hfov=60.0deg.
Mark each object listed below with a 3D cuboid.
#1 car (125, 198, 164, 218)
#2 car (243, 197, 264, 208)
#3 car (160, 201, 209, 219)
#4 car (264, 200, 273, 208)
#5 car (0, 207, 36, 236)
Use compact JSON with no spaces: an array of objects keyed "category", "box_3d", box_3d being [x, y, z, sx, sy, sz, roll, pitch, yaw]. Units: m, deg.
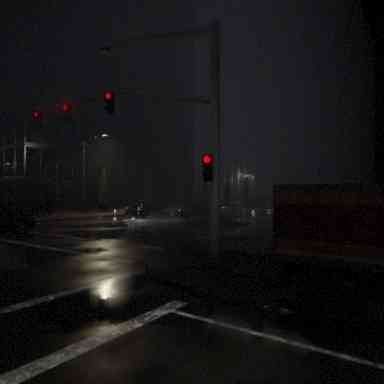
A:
[{"category":"car","box_3d":[-4.145,1.411,31.207,2.097,1.767,4.553,0,0,36]},{"category":"car","box_3d":[9.458,1.565,50.121,1.837,1.490,4.892,0,0,36]},{"category":"car","box_3d":[-0.409,1.659,30.418,1.895,1.301,4.718,0,0,36]},{"category":"car","box_3d":[12.921,1.536,48.930,1.882,1.535,5.008,0,0,36]},{"category":"car","box_3d":[-10.333,1.535,16.547,2.128,1.511,4.902,0,-1,36]}]
